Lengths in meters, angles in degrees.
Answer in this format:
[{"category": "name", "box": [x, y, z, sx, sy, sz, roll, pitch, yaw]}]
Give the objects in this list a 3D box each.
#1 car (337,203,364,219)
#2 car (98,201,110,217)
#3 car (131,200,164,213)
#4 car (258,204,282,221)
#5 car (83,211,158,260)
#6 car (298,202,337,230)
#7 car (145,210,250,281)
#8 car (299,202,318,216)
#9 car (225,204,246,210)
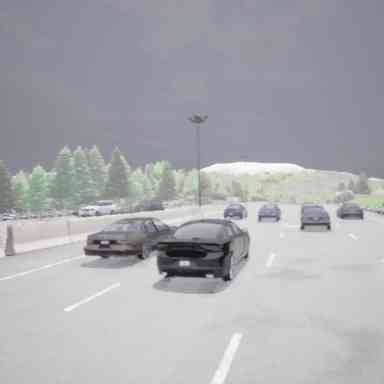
[{"category": "car", "box": [14.696, 1.727, 31.108, 1.994, 1.385, 4.181, -2, -1, 18]}, {"category": "car", "box": [-11.624, 2.133, 41.321, 2.150, 2.045, 5.566, -2, -1, 18]}, {"category": "car", "box": [-5.111, 1.946, 38.727, 2.150, 2.045, 5.566, -2, -1, 18]}, {"category": "car", "box": [7.163, 1.844, 30.565, 2.033, 1.411, 5.357, -2, -1, 18]}, {"category": "car", "box": [-2.092, 1.725, 13.352, 2.033, 1.411, 5.357, -2, -1, 18]}, {"category": "car", "box": [8.051, 1.643, 21.961, 2.033, 1.411, 5.357, -2, -1, 18]}, {"category": "car", "box": [0.585, 1.557, 10.269, 1.882, 1.535, 5.008, -2, -1, 18]}, {"category": "car", "box": [13.289, 1.881, 38.082, 1.812, 1.442, 4.674, -2, -1, 18]}, {"category": "car", "box": [4.378, 1.940, 33.326, 1.812, 1.442, 4.674, -2, -1, 18]}]
